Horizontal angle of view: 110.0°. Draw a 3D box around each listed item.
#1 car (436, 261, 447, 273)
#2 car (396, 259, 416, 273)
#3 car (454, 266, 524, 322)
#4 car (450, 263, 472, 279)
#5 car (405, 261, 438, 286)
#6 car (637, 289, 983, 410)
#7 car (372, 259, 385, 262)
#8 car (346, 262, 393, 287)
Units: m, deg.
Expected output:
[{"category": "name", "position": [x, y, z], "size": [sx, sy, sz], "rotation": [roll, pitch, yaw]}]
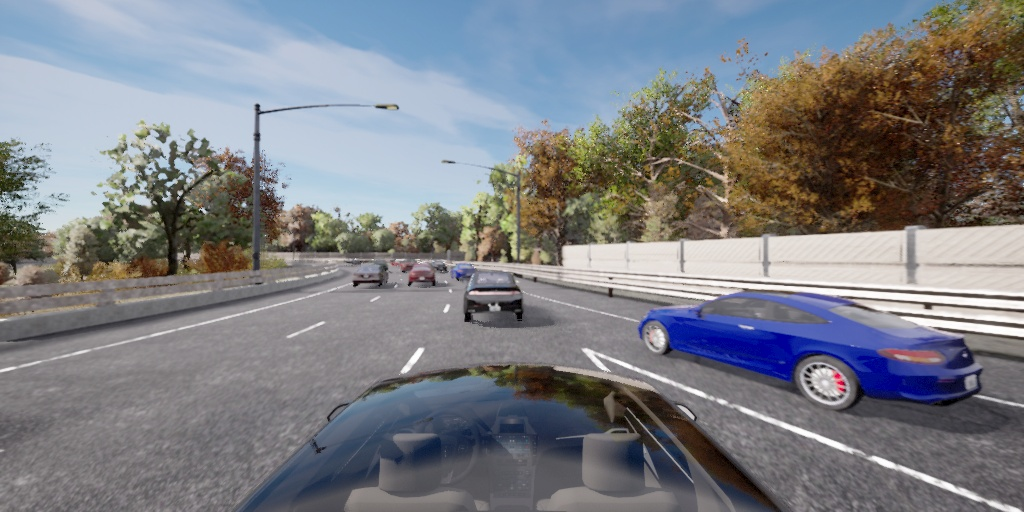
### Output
[{"category": "car", "position": [-9.662, 1.387, 46.451], "size": [1.812, 1.442, 4.674], "rotation": [0, 0, -23]}, {"category": "car", "position": [-13.117, 1.206, 45.603], "size": [2.097, 1.767, 4.553], "rotation": [0, 0, -23]}, {"category": "car", "position": [-0.700, 1.272, 12.547], "size": [2.128, 1.511, 4.902], "rotation": [0, 0, -5]}, {"category": "car", "position": [-4.192, 1.352, 31.070], "size": [1.812, 1.442, 4.674], "rotation": [0, 0, -17]}, {"category": "car", "position": [-6.517, 1.335, 26.078], "size": [1.812, 1.442, 4.674], "rotation": [0, 0, -13]}, {"category": "car", "position": [4.353, 1.296, 6.250], "size": [1.812, 1.442, 4.674], "rotation": [0, 0, -25]}, {"category": "car", "position": [-17.183, 1.202, 46.145], "size": [2.097, 1.767, 4.553], "rotation": [0, 0, -24]}, {"category": "car", "position": [-9.827, 1.349, 25.134], "size": [2.033, 1.411, 5.357], "rotation": [0, 0, -14]}]
